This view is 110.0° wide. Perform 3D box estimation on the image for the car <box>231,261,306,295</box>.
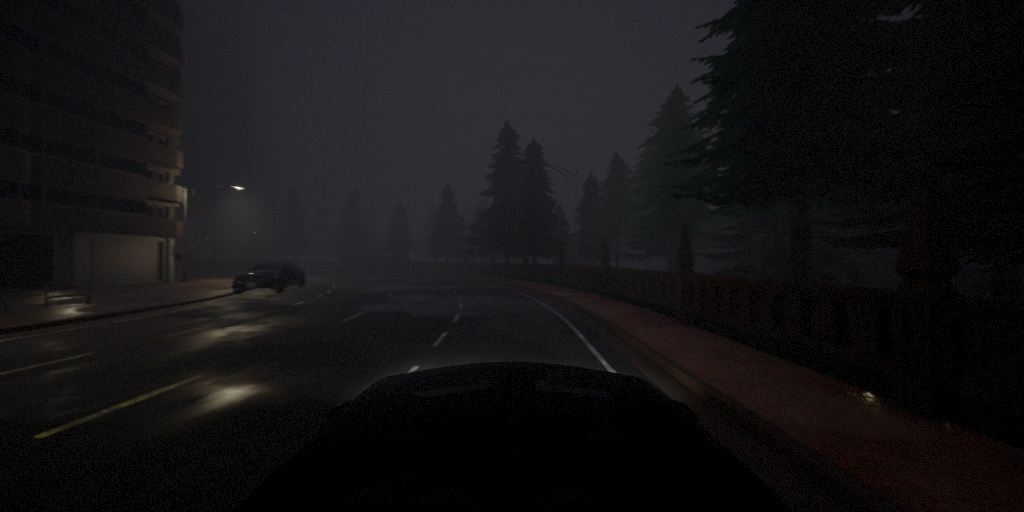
[{"bbox_3d":[-11.425,0.964,17.235,1.812,1.442,4.674,0,0,-13],"label":"car"}]
